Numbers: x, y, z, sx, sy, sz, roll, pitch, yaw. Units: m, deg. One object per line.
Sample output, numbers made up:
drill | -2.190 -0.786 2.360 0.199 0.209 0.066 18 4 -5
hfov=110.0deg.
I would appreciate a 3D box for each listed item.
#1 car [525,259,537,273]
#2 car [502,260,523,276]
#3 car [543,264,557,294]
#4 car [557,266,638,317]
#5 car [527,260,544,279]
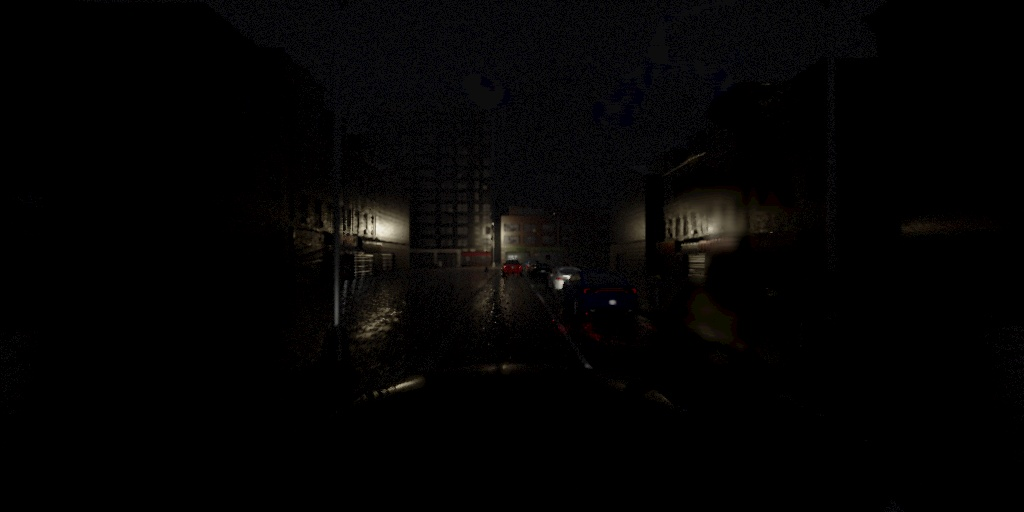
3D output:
car | 2.634 1.328 38.471 1.751 1.417 4.829 0 0 0
car | 0.069 1.159 38.627 2.097 1.767 4.553 0 0 0
car | 3.021 1.286 20.224 1.812 1.442 4.674 0 0 0
car | 3.013 1.230 13.223 1.882 1.535 5.008 0 0 0
car | 2.635 1.352 32.827 1.948 1.339 4.313 0 0 0
